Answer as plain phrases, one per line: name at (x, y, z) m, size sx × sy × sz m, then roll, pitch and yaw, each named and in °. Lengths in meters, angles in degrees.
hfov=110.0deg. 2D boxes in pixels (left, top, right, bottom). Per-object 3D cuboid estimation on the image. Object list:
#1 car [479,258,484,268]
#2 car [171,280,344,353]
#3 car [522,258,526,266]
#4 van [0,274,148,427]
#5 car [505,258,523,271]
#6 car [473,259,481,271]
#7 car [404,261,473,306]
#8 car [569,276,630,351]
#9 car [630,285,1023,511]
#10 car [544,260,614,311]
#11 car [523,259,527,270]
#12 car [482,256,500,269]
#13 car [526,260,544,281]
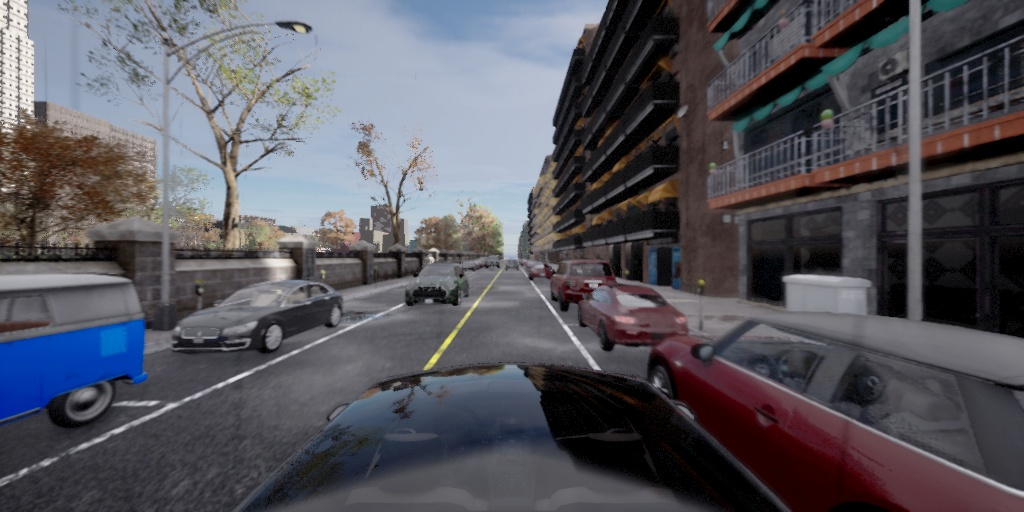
car at (-5.678, 1.348, 53.731) m, size 1.802 × 1.307 × 4.207 m, roll 0°, pitch 0°, yaw 0°
car at (-5.687, 1.300, 8.687) m, size 2.007 × 1.370 × 4.403 m, roll 0°, pitch 0°, yaw 0°
car at (2.701, 1.309, 48.098) m, size 1.888 × 1.381 × 4.507 m, roll 0°, pitch 0°, yaw 0°
van at (-5.688, 1.090, 3.057) m, size 1.690 × 1.789 × 3.998 m, roll 0°, pitch 0°, yaw 0°
car at (0.022, 1.258, 50.558) m, size 2.128 × 1.511 × 4.902 m, roll 0°, pitch 0°, yaw 0°
car at (-5.679, 1.329, 48.100) m, size 1.948 × 1.339 × 4.313 m, roll 0°, pitch 0°, yaw 0°
car at (-3.095, 1.102, 15.609) m, size 2.097 × 1.767 × 4.553 m, roll 0°, pitch 0°, yaw 0°
car at (2.693, 1.331, 8.686) m, size 1.802 × 1.307 × 4.207 m, roll 0°, pitch 0°, yaw 0°
car at (2.692, 1.190, 3.055) m, size 1.967 × 1.591 × 4.097 m, roll 0°, pitch 0°, yaw 0°
car at (2.694, 1.065, 14.315) m, size 2.192 × 1.841 × 5.009 m, roll 0°, pitch 0°, yaw 0°
car at (2.700, 1.312, 42.467) m, size 2.007 × 1.370 × 4.403 m, roll 0°, pitch 0°, yaw 0°
car at (-3.037, 0.990, 57.387) m, size 2.150 × 2.045 × 5.566 m, roll 0°, pitch 0°, yaw 1°
car at (2.358, 1.282, 30.025) m, size 1.812 × 1.442 × 4.674 m, roll 0°, pitch 0°, yaw 0°
